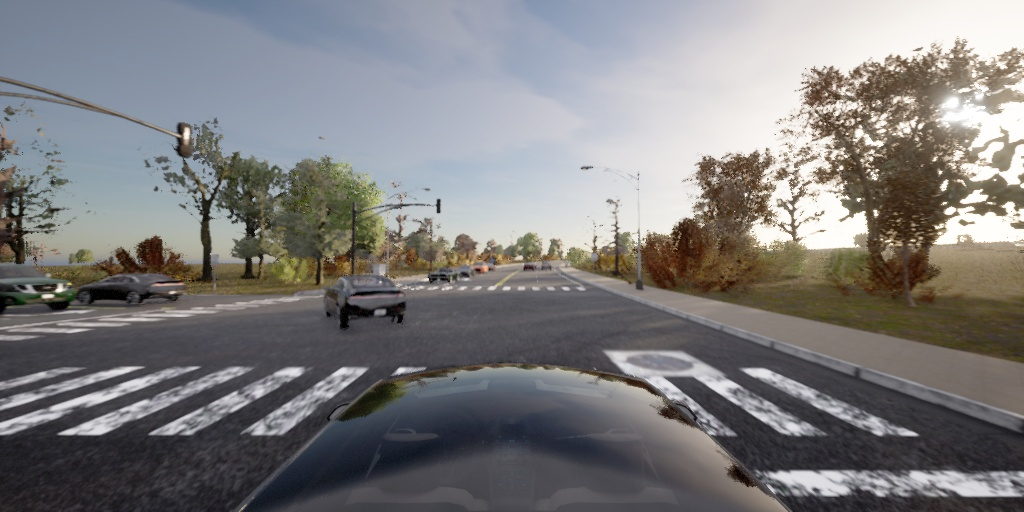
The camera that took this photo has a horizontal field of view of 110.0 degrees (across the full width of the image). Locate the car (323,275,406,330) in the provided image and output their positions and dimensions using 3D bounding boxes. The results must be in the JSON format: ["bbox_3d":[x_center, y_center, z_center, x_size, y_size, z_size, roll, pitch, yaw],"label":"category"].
[{"bbox_3d":[-4.985,1.377,11.885,2.128,1.511,4.902,1,-1,-34],"label":"car"}]

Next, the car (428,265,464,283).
[{"bbox_3d":[-5.929,1.695,31.822,1.895,1.301,4.718,0,-1,4],"label":"car"}]

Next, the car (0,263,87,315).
[{"bbox_3d":[-21.507,1.313,14.912,5.566,2.045,2.150,-1,-1,8],"label":"car"}]

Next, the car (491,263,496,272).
[{"bbox_3d":[-3.924,1.922,61.222,1.812,1.442,4.674,0,-1,5],"label":"car"}]

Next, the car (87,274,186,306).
[{"bbox_3d":[-19.105,1.633,18.017,4.902,1.511,2.128,-1,-1,9],"label":"car"}]

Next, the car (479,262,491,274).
[{"bbox_3d":[-4.719,1.652,51.214,2.097,1.767,4.553,0,-1,4],"label":"car"}]

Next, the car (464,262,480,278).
[{"bbox_3d":[-5.392,1.747,41.484,2.033,1.411,5.357,0,-1,3],"label":"car"}]
